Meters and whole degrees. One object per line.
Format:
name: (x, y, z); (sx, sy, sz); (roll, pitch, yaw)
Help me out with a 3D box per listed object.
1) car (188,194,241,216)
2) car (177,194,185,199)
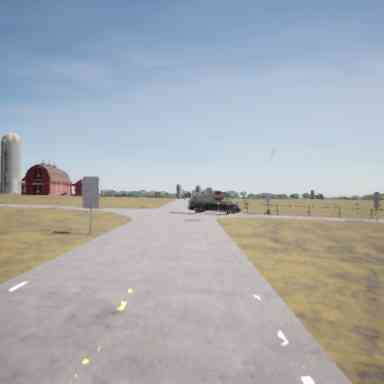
car: (2.328, 1.352, 34.780); (5.566, 2.045, 2.150); (3, -1, 0)
car: (-2.788, 1.088, 86.651); (1.994, 1.385, 4.181); (0, 0, 0)
